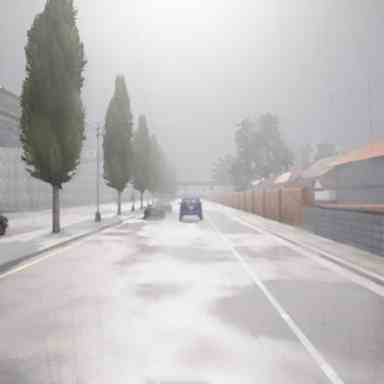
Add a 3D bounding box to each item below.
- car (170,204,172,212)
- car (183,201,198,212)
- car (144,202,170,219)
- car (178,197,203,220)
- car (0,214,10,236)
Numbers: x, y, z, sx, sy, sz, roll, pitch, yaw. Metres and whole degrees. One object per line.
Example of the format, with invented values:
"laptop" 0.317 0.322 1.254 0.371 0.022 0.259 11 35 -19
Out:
"car" -3.734 2.059 45.839 1.895 1.301 4.718 0 -1 0
"car" -0.238 2.012 46.413 1.994 1.385 4.181 0 0 0
"car" -3.635 1.901 33.274 1.994 1.385 4.181 0 -1 0
"car" -0.121 1.533 32.105 2.150 2.045 5.566 0 0 -1
"car" -11.617 1.716 17.516 2.128 1.511 4.902 0 -1 0
